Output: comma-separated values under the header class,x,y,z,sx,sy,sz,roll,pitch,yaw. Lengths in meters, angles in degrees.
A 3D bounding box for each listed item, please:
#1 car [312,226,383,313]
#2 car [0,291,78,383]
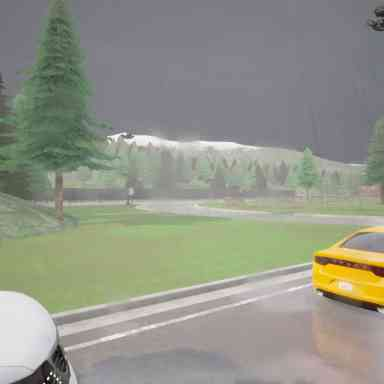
class,x,y,z,sx,sy,sz,roll,pitch,yaw
car,4.682,1.478,7.194,5.008,1.535,1.882,0,0,-35
car,-3.363,1.221,1.350,5.566,2.045,2.150,0,0,-35
